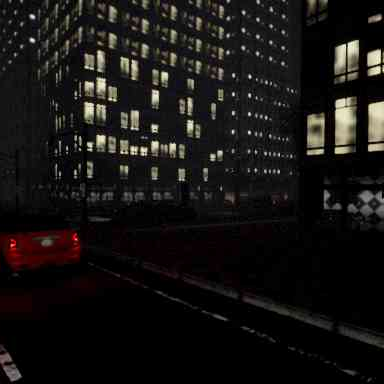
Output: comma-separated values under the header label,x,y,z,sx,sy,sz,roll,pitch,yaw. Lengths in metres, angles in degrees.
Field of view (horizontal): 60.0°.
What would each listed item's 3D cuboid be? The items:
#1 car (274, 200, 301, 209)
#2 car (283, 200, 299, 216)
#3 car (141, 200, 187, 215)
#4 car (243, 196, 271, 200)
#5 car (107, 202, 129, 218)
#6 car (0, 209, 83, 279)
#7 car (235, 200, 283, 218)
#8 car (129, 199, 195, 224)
label,x,y,z,sx,sy,sz,roll,pitch,yaw
car,14.661,1.881,50.934,4.313,1.339,1.947,1,0,-39
car,11.118,1.935,37.345,4.206,1.307,1.802,1,0,-39
car,-3.059,1.647,36.711,4.829,1.417,1.752,1,0,-39
car,7.933,1.487,42.193,5.566,2.045,2.150,1,1,-39
car,-5.662,1.642,31.298,4.674,1.442,1.812,1,1,-37
car,-5.172,1.348,10.377,2.097,1.767,4.553,0,0,-40
car,6.852,1.832,33.921,4.829,1.417,1.752,1,0,-39
car,-2.075,1.523,26.753,5.009,1.841,2.192,1,0,-39
